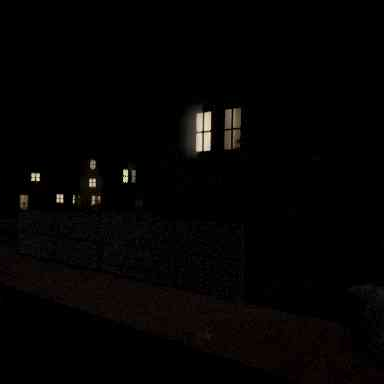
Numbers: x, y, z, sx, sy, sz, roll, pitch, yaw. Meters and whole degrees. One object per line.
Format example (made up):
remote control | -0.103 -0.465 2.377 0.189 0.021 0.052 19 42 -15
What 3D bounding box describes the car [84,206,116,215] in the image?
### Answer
car | -7.723 1.899 27.181 1.812 1.442 4.674 2 0 36
